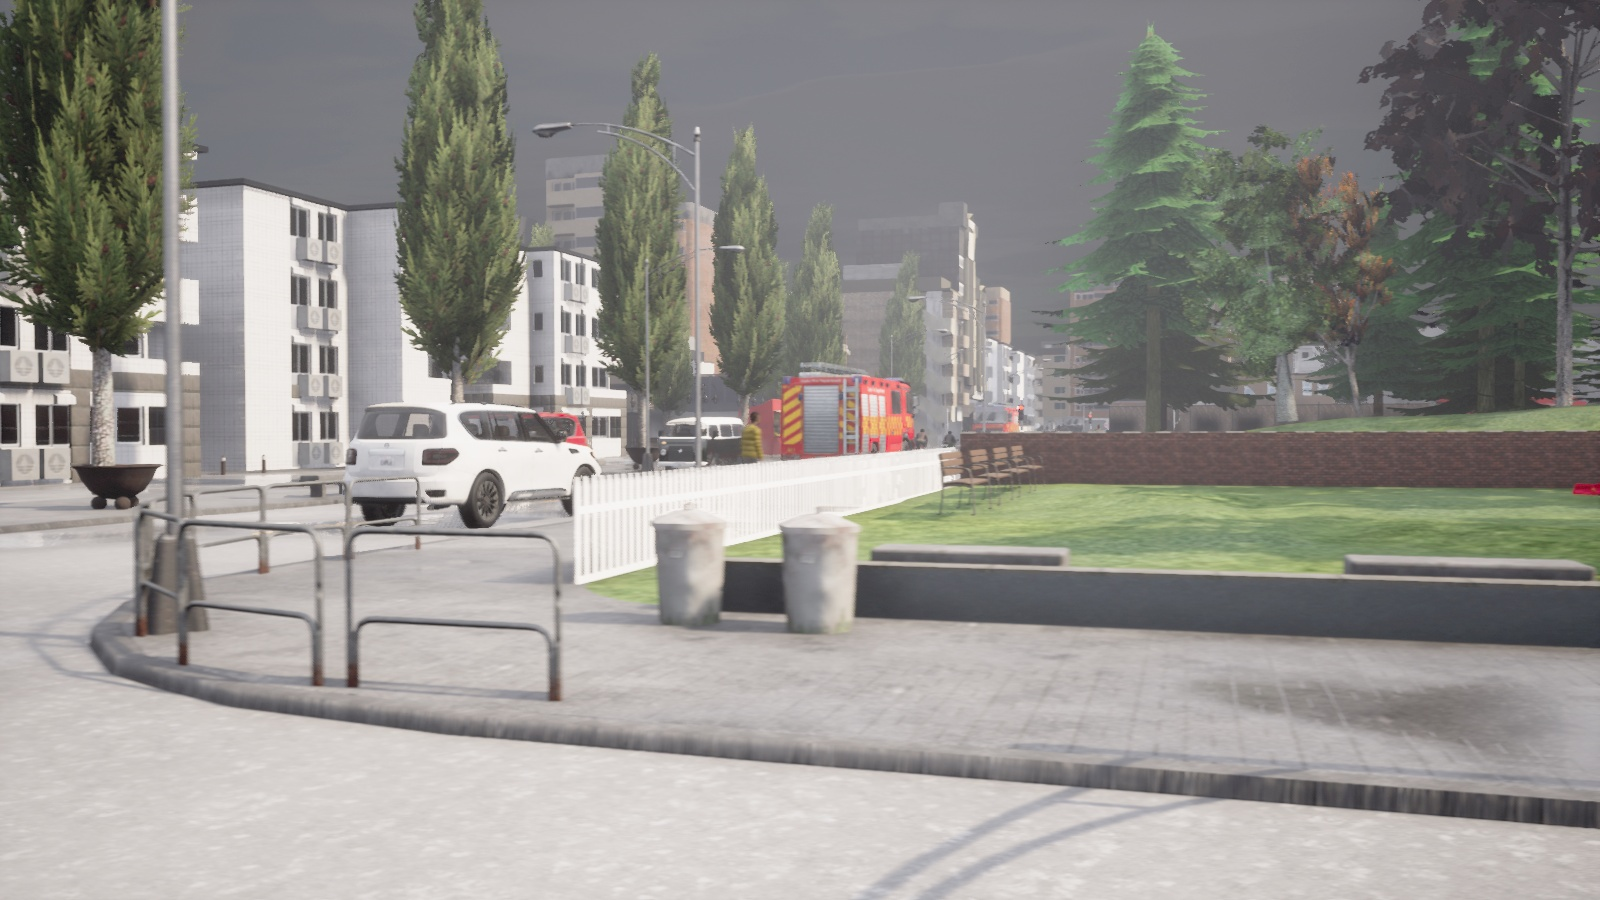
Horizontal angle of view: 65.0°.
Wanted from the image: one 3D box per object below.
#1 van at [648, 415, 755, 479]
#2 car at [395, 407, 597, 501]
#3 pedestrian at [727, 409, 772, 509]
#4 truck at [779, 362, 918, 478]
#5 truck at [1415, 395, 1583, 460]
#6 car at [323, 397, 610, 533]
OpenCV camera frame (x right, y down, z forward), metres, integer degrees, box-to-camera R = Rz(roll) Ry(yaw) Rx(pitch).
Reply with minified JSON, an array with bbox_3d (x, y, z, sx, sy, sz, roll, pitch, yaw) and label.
[{"bbox_3d":[-3.257,-0.132,42.386,2.069,2.038,4.480,1,1,18],"label":"van"},{"bbox_3d":[-7.117,0.042,30.168,2.150,2.045,5.566,1,1,18],"label":"car"},{"bbox_3d":[-0.952,0.160,23.586,0.709,1.840,0.431,0,1,-32],"label":"pedestrian"},{"bbox_3d":[1.972,-1.052,45.633,2.891,3.827,8.468,1,1,18],"label":"truck"},{"bbox_3d":[42.423,-1.383,76.490,8.468,3.827,2.891,1,1,17],"label":"truck"},{"bbox_3d":[-5.562,0.178,21.914,2.150,2.045,5.566,1,1,18],"label":"car"}]
